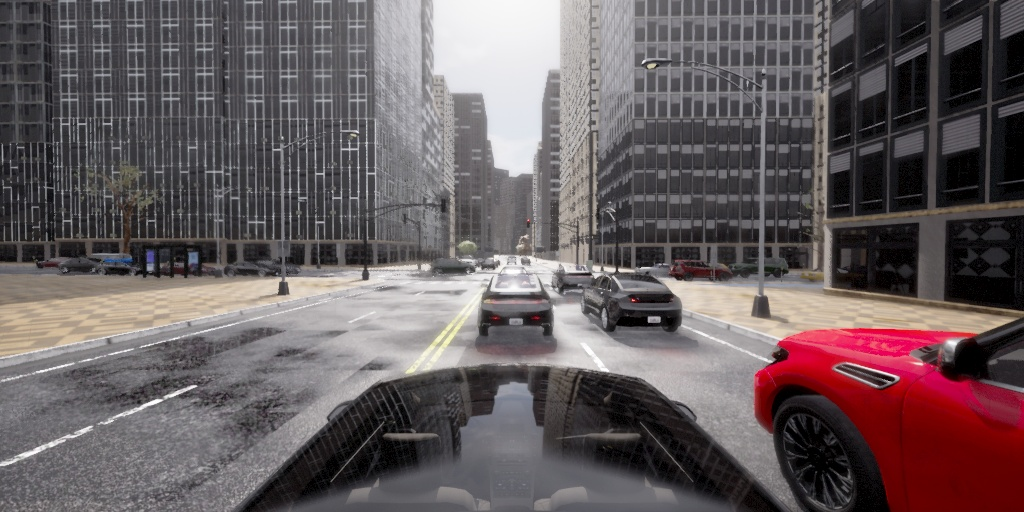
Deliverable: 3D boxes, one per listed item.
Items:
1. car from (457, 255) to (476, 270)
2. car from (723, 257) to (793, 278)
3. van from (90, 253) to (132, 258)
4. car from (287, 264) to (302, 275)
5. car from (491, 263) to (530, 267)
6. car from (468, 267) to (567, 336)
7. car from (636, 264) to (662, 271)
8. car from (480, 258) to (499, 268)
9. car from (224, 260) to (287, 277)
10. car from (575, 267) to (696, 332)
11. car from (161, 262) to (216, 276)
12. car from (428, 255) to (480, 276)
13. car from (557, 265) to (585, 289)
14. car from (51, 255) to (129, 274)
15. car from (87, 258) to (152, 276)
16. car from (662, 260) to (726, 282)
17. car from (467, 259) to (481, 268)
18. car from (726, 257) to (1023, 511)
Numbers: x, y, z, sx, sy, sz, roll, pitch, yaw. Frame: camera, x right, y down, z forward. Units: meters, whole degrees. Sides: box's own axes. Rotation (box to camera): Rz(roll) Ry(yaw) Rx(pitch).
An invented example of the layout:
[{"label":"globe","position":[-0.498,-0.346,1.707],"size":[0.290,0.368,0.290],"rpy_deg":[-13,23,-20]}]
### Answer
[{"label":"car","position":[-6.625,0.935,52.576],"size":[2.150,2.045,5.566],"rpy_deg":[0,0,0]},{"label":"car","position":[24.979,1.159,36.575],"size":[5.566,2.045,2.150],"rpy_deg":[1,1,1]},{"label":"van","position":[-45.314,0.604,40.400],"size":[3.998,1.789,1.690],"rpy_deg":[0,0,1]},{"label":"car","position":[-22.606,1.090,34.152],"size":[4.674,1.442,1.812],"rpy_deg":[0,1,1]},{"label":"car","position":[0.087,1.288,20.087],"size":[2.033,1.411,5.357],"rpy_deg":[0,0,0]},{"label":"car","position":[0.093,1.238,10.352],"size":[2.128,1.511,4.902],"rpy_deg":[0,0,0]},{"label":"car","position":[15.074,1.452,36.730],"size":[4.718,1.301,1.895],"rpy_deg":[0,1,0]},{"label":"car","position":[-3.375,1.192,52.127],"size":[1.882,1.535,5.008],"rpy_deg":[0,0,0]},{"label":"car","position":[-22.752,1.173,31.449],"size":[4.313,1.339,1.948],"rpy_deg":[0,0,1]},{"label":"car","position":[3.342,1.251,10.845],"size":[1.837,1.490,4.892],"rpy_deg":[0,0,0]},{"label":"car","position":[-28.437,1.138,31.578],"size":[4.207,1.307,1.802],"rpy_deg":[0,0,1]},{"label":"car","position":[-6.038,1.029,36.213],"size":[4.553,1.767,2.097],"rpy_deg":[0,1,-25]},{"label":"car","position":[3.338,1.232,20.093],"size":[2.128,1.511,4.902],"rpy_deg":[0,0,0]},{"label":"car","position":[-40.526,0.907,34.513],"size":[4.892,1.490,1.837],"rpy_deg":[0,1,1]},{"label":"car","position":[-34.117,1.069,31.747],"size":[4.313,1.339,1.948],"rpy_deg":[0,0,1]},{"label":"car","position":[16.173,1.269,30.948],"size":[5.009,1.841,2.192],"rpy_deg":[0,0,1]},{"label":"car","position":[-6.609,1.266,62.616],"size":[1.994,1.385,4.181],"rpy_deg":[0,0,0]},{"label":"car","position":[3.348,0.972,0.981],"size":[2.150,2.045,5.566],"rpy_deg":[0,0,0]}]
